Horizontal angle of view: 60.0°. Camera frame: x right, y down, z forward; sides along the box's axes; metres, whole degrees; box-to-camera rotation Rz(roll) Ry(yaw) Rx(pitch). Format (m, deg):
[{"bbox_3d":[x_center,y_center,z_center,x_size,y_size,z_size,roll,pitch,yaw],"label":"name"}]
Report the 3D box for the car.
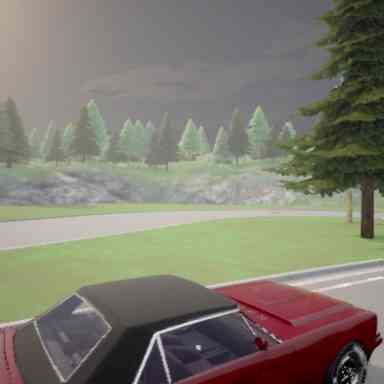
[{"bbox_3d":[-0.075,1.608,3.466,4.718,1.301,1.895,0,0,-33],"label":"car"}]
